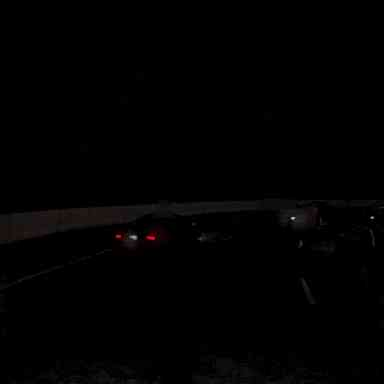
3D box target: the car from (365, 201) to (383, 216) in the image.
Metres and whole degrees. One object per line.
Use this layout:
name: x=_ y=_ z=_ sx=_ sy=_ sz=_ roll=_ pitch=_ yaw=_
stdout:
car: x=20.887 y=1.748 z=36.164 sx=4.181 sy=1.385 sz=1.994 roll=0 pitch=0 yaw=-34

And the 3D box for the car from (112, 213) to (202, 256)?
car: x=-1.154 y=1.573 z=13.433 sx=2.033 sy=1.411 sz=5.357 roll=0 pitch=0 yaw=18

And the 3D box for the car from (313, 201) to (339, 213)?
car: x=13.603 y=1.695 z=35.563 sx=5.357 sy=1.411 sz=2.033 roll=0 pitch=0 yaw=-40

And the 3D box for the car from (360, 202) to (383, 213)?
car: x=15.712 y=1.741 z=27.700 sx=1.895 sy=1.301 sz=4.718 roll=0 pitch=0 yaw=44

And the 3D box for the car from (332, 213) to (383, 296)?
car: x=5.013 y=1.536 z=8.515 sx=2.128 sy=1.511 sz=4.902 roll=0 pitch=0 yaw=13

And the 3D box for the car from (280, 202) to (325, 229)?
car: x=7.495 y=1.653 z=22.767 sx=1.994 sy=1.385 sz=4.181 roll=0 pitch=0 yaw=32
